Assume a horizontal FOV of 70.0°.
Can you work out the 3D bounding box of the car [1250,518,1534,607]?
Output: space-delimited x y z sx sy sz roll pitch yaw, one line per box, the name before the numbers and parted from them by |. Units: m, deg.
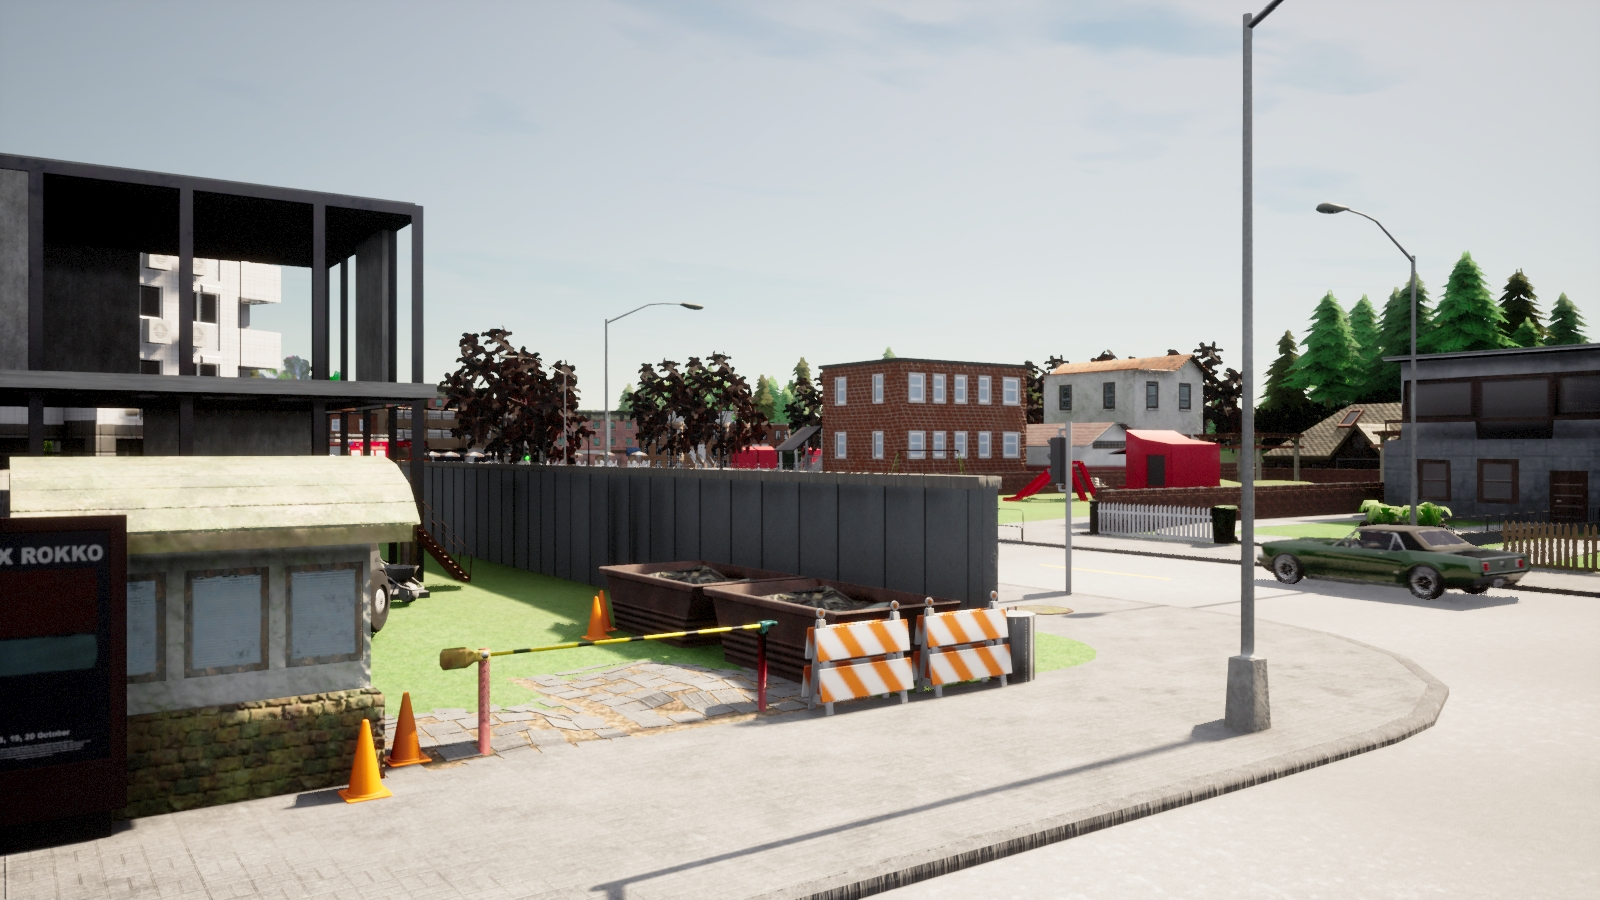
car | 11.632 2.146 22.802 1.895 1.301 4.718 0 0 -32
